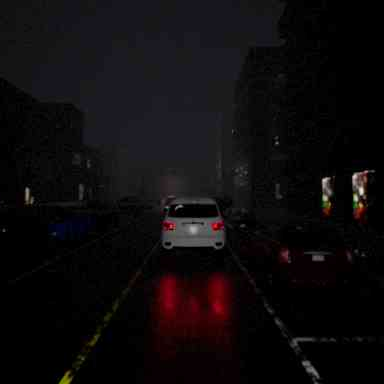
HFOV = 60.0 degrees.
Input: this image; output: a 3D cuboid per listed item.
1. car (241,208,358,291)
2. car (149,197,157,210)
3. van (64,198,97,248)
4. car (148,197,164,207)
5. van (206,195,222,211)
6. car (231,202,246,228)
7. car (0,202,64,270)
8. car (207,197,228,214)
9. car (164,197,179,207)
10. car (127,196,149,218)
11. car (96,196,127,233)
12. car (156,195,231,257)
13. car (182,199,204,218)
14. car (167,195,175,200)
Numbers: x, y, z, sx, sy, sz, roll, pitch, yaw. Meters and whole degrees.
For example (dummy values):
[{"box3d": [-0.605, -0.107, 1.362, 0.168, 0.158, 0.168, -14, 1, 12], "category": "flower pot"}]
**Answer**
[{"box3d": [2.706, 1.440, 9.060, 1.967, 1.590, 4.097, 1, 0, 0], "category": "car"}, {"box3d": [-5.673, 1.434, 41.511, 1.967, 1.590, 4.097, 1, 0, 0], "category": "car"}, {"box3d": [-5.672, 1.340, 14.475, 1.690, 1.788, 3.998, 1, 0, 0], "category": "van"}, {"box3d": [-5.676, 1.542, 52.325, 2.008, 1.369, 4.403, 1, 0, 0], "category": "car"}, {"box3d": [2.708, 1.335, 41.503, 1.690, 1.788, 3.998, 1, 0, 0], "category": "van"}, {"box3d": [2.704, 1.549, 19.874, 2.008, 1.369, 4.403, 1, 0, 0], "category": "car"}, {"box3d": [-5.672, 1.315, 9.068, 2.192, 1.841, 5.009, 1, 0, 0], "category": "car"}, {"box3d": [2.706, 1.435, 36.096, 1.967, 1.590, 4.097, 1, 0, 0], "category": "car"}, {"box3d": [-3.073, 1.555, 50.782, 1.994, 1.385, 4.181, 0, 0, 0], "category": "car"}, {"box3d": [-5.671, 1.311, 30.696, 2.192, 1.841, 5.009, 1, 0, 0], "category": "car"}, {"box3d": [-5.671, 1.313, 19.882, 2.192, 1.841, 5.009, 1, 0, 0], "category": "car"}, {"box3d": [0.062, 1.223, 13.078, 2.150, 2.045, 5.566, 0, 0, 0], "category": "car"}, {"box3d": [0.077, 1.473, 30.753, 1.882, 1.535, 5.008, 0, 0, 0], "category": "car"}, {"box3d": [-5.750, 1.526, 90.281, 1.887, 1.381, 4.507, 1, 0, 0], "category": "car"}]
